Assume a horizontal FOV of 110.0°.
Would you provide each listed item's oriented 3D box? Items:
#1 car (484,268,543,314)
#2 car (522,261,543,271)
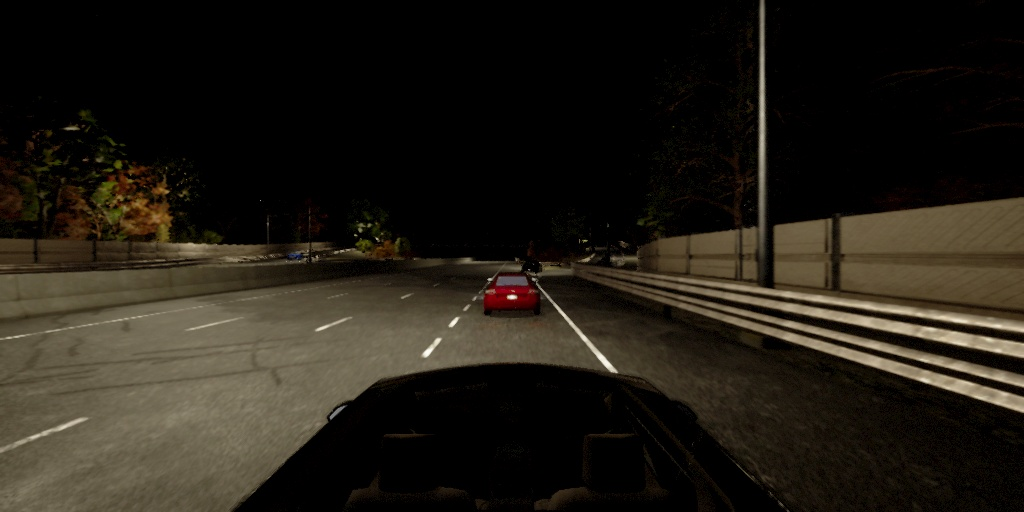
[{"bbox_3d":[0.006,1.312,13.711,1.994,1.385,4.181,0,0,0],"label":"car"},{"bbox_3d":[2.448,1.303,42.231,1.837,1.490,4.892,1,0,13],"label":"car"}]
